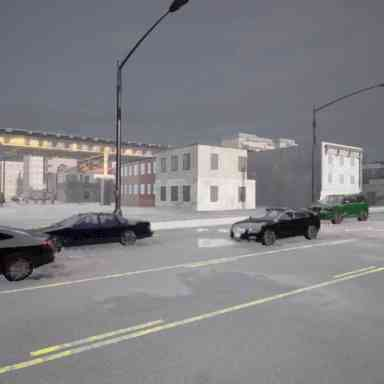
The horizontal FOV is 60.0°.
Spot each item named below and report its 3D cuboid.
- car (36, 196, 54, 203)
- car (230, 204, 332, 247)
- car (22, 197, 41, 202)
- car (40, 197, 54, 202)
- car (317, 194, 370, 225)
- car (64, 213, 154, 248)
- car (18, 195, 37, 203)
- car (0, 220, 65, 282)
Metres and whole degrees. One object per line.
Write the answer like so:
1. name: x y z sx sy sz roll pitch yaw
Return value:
1. car: -35.405 1.951 81.242 2.038 1.542 4.974 1 -1 -5
2. car: 3.892 1.502 15.251 4.902 1.511 2.128 -1 0 -35
3. car: -39.181 1.760 81.229 4.536 1.218 1.853 0 -1 25
4. car: -35.408 1.794 81.295 1.853 1.218 4.536 1 -1 -5
5. car: 10.716 1.193 24.289 5.566 2.045 2.150 0 0 -35
6. car: -4.247 1.584 13.836 5.357 1.411 2.033 0 0 -35
7. car: -39.135 1.918 81.206 4.974 1.542 2.038 0 -1 25
8. car: -5.943 1.550 8.374 4.674 1.442 1.812 0 0 -35
